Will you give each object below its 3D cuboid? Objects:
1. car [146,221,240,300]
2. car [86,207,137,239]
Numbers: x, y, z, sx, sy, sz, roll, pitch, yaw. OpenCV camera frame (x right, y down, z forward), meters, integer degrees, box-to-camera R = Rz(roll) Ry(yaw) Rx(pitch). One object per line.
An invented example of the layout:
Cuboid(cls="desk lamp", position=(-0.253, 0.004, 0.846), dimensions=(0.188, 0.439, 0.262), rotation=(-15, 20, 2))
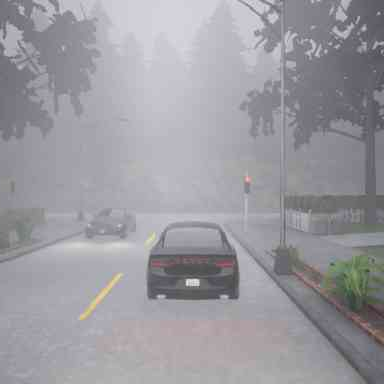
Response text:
Cuboid(cls="car", position=(0.041, 1.478, 8.461), dimensions=(1.882, 1.535, 5.008), rotation=(0, 0, 1))
Cuboid(cls="car", position=(-4.046, 1.525, 17.367), dimensions=(1.812, 1.442, 4.674), rotation=(0, 0, 0))
